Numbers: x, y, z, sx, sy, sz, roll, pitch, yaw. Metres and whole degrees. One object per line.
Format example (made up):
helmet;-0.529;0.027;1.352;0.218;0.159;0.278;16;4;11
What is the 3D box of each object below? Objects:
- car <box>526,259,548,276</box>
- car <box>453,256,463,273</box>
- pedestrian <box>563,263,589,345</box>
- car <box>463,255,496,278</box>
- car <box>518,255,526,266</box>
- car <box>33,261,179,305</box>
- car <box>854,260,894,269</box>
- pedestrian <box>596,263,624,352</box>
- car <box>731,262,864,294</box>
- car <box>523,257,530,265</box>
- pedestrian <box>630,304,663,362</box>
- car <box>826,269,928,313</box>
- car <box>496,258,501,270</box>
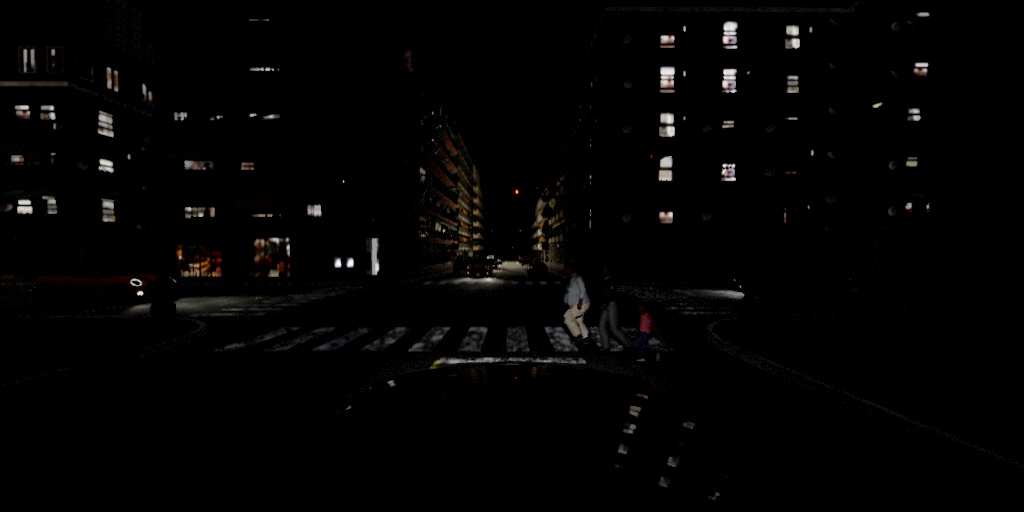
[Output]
car;2.557;1.197;34.567;1.802;1.307;4.207;0;0;0
car;-5.325;0.906;40.164;2.192;1.841;5.009;0;0;0
pedestrian;1.400;1.019;7.846;0.375;1.860;0.375;-1;1;0
car;-2.851;0.978;32.228;2.097;1.767;4.553;0;0;0
car;2.550;1.042;62.263;1.888;1.381;4.507;0;0;0
car;-17.231;1.079;15.417;4.553;1.767;2.097;0;1;-1
car;20.239;1.037;21.200;4.097;1.591;1.967;0;0;-1
pedestrian;1.964;1.022;7.246;0.375;1.860;0.375;-1;1;0
car;14.543;1.193;18.670;5.357;1.411;2.033;0;1;-1
car;2.556;1.142;40.106;2.007;1.370;4.403;0;0;0
pedestrian;2.480;1.024;6.647;0.375;1.860;0.375;-1;1;0
car;14.726;1.304;13.268;4.313;1.339;1.948;0;0;-1
car;-2.846;1.060;47.166;1.837;1.490;4.892;0;2;0
